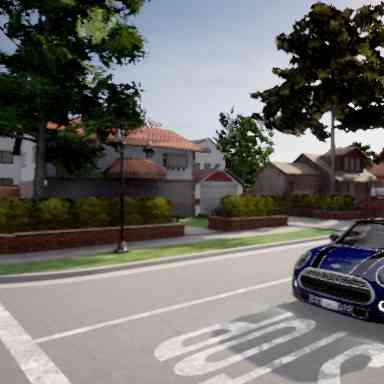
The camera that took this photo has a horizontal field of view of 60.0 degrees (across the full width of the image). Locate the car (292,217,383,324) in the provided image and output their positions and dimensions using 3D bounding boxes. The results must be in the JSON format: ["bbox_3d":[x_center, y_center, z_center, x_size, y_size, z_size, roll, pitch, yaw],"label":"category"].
[{"bbox_3d":[4.193,1.347,7.073,4.553,1.767,2.097,0,0,-36],"label":"car"}]

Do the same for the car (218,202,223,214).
[{"bbox_3d":[3.971,1.151,27.736,1.970,1.475,3.806,0,0,-35],"label":"car"}]
